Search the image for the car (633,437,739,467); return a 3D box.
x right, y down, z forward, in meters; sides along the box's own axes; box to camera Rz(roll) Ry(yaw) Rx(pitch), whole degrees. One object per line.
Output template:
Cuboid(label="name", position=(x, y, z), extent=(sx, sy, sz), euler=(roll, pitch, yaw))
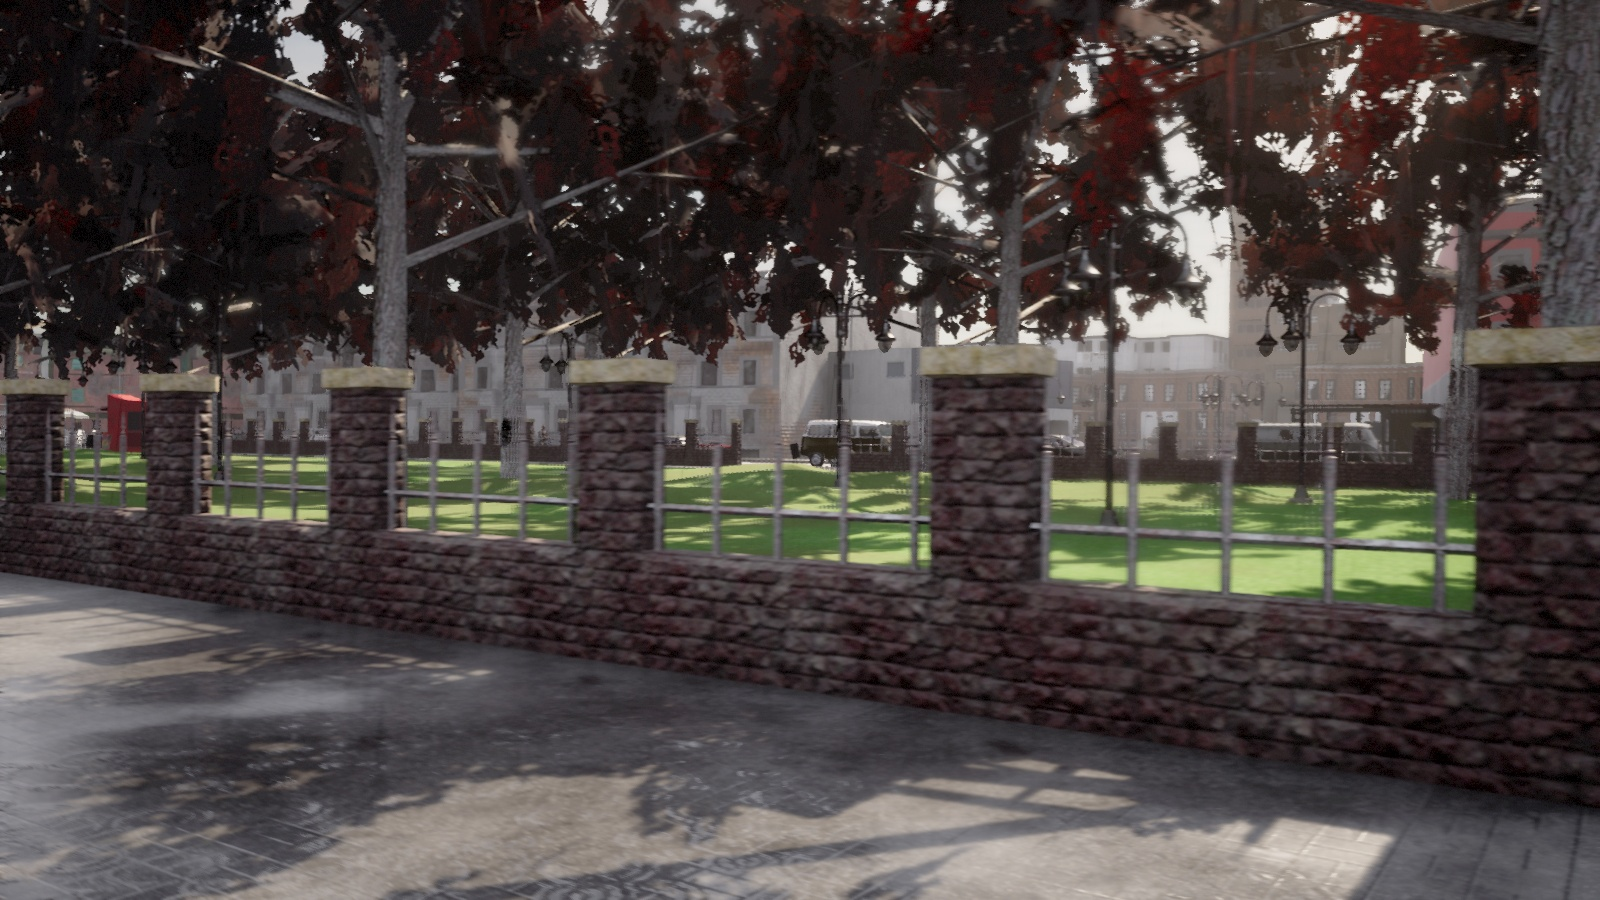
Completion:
Cuboid(label="car", position=(-5.258, 0.088, 57.656), extent=(4.718, 1.301, 1.895), euler=(0, 1, 34))

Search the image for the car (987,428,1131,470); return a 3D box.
Cuboid(label="car", position=(9.761, -0.050, 47.494), extent=(4.902, 1.511, 2.128), euler=(0, 1, 34))

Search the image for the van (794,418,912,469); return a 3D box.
Cuboid(label="van", position=(2.196, -0.286, 52.608), extent=(4.480, 2.038, 2.069), euler=(0, 1, 34))

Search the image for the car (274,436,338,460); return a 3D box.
Cuboid(label="car", position=(-31.544, -0.124, 80.217), extent=(3.806, 1.475, 1.970), euler=(0, 1, 34))

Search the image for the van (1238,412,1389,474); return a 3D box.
Cuboid(label="van", position=(17.313, -0.250, 42.378), extent=(4.442, 1.987, 1.775), euler=(0, 1, 34))
